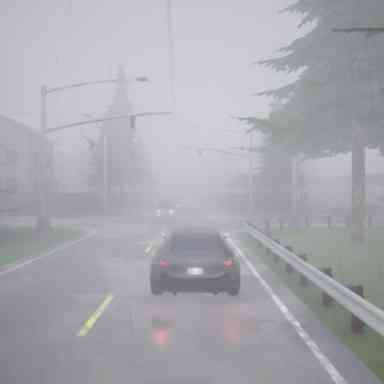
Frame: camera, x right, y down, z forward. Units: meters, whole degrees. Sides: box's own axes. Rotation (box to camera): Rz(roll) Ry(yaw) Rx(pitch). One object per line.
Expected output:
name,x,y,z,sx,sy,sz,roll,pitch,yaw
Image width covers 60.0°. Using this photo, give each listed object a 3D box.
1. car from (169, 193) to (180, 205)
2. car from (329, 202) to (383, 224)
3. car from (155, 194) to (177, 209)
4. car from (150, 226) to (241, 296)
car,-3.385,1.200,60.878,2.150,2.045,5.566,0,0,1
car,12.397,1.460,23.644,5.008,1.535,1.882,0,0,3
car,-3.477,1.462,44.214,1.882,1.535,5.008,0,0,0
car,0.084,1.561,8.701,1.994,1.385,4.181,0,0,0
